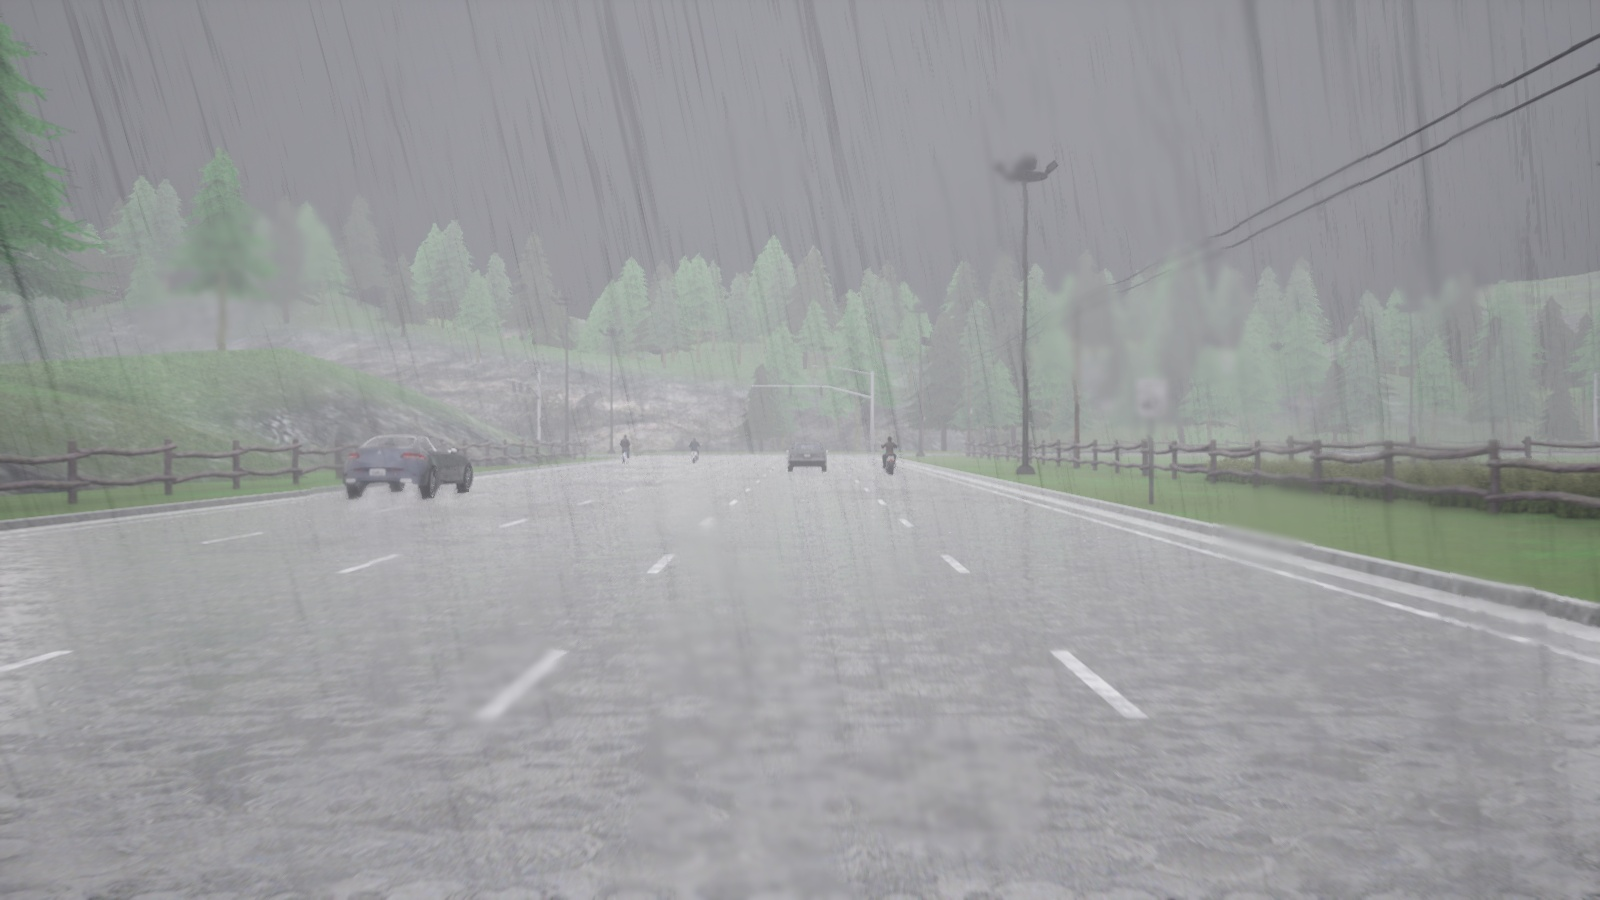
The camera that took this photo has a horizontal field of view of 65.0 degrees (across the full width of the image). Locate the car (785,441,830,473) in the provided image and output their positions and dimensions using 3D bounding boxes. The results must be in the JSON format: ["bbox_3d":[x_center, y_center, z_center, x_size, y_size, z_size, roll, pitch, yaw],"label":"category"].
[{"bbox_3d":[0.342,0.291,58.705,2.033,1.411,5.357,0,0,0],"label":"car"}]

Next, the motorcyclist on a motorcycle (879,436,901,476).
[{"bbox_3d":[3.813,0.241,53.493,0.766,1.649,2.350,0,0,0],"label":"motorcyclist on a motorcycle"}]

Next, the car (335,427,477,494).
[{"bbox_3d":[-10.300,0.232,33.245,2.152,1.651,5.027,0,0,0],"label":"car"}]
